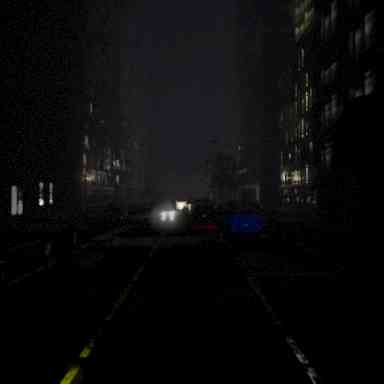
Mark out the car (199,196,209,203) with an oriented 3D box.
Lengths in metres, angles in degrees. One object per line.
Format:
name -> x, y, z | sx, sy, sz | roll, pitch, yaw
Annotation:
car -> 2.678, 1.662, 75.249 | 1.967, 1.590, 4.097 | 0, 0, 0

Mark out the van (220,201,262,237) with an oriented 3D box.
van -> 2.687, 1.404, 18.325 | 1.690, 1.788, 3.998 | 0, 0, 0

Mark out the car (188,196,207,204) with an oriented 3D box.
car -> 0.893, 1.473, 36.314 | 2.097, 1.767, 4.553 | 0, 0, 0

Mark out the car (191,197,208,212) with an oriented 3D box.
car -> 0.892, 1.493, 42.314 | 2.097, 1.767, 4.553 | 0, 0, 0

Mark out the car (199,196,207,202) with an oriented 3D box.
car -> 2.677, 1.671, 80.941 | 1.967, 1.590, 4.097 | 0, 0, 0

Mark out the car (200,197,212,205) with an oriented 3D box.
car -> 2.680, 1.752, 63.864 | 2.008, 1.369, 4.403 | 0, 0, 0

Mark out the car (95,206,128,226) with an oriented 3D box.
car -> -5.695, 1.663, 24.018 | 1.802, 1.307, 4.206 | 0, 0, 0

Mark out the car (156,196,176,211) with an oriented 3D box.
car -> -3.095, 1.639, 44.261 | 2.128, 1.511, 4.902 | 0, 0, 0

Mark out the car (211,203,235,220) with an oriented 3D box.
car -> 2.685, 1.682, 29.708 | 1.802, 1.307, 4.206 | 0, 0, 0

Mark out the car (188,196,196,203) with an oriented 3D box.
car -> -0.013, 1.733, 77.105 | 1.994, 1.385, 4.181 | 0, 0, 0

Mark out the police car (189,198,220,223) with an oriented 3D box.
police car -> 0.896, 1.515, 26.454 | 1.930, 1.638, 5.238 | 0, 0, 0

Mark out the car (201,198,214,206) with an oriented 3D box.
car -> 2.681, 1.739, 58.171 | 2.008, 1.369, 4.403 | 0, 0, 0

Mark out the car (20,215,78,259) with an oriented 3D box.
car -> -5.692, 1.594, 12.633 | 2.008, 1.369, 4.403 | 0, 0, 0

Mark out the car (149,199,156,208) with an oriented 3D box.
car -> -5.699, 1.723, 52.481 | 2.008, 1.369, 4.403 | 0, 0, 0

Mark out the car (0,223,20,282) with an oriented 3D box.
car -> -5.692, 1.465, 6.942 | 1.967, 1.590, 4.097 | 0, 0, 0

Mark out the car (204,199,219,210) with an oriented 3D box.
car -> 2.682, 1.738, 46.786 | 1.802, 1.307, 4.206 | 0, 0, 0
